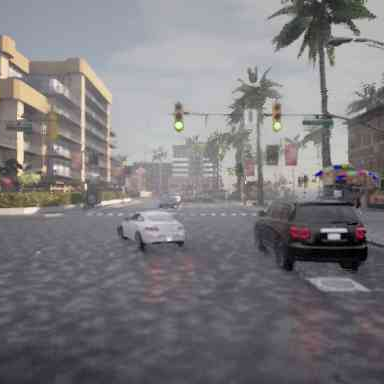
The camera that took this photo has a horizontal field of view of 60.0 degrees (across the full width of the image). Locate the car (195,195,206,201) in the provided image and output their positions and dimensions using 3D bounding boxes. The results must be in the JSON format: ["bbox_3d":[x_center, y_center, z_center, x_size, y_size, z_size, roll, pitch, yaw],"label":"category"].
[{"bbox_3d":[2.095,1.513,84.346,1.837,1.490,4.892,0,0,-12],"label":"car"}]

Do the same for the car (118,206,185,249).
[{"bbox_3d":[-1.844,1.528,14.538,1.812,1.442,4.674,1,0,-25],"label":"car"}]

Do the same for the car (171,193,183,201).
[{"bbox_3d":[-3.516,1.232,67.446,2.150,2.045,5.566,0,0,0],"label":"car"}]

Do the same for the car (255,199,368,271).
[{"bbox_3d":[3.599,1.223,11.104,2.150,2.045,5.566,0,0,0],"label":"car"}]

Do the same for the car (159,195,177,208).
[{"bbox_3d":[-3.510,1.571,46.899,1.994,1.385,4.181,0,0,0],"label":"car"}]

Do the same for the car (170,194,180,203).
[{"bbox_3d":[-3.512,1.556,57.077,2.033,1.411,5.357,0,0,0],"label":"car"}]

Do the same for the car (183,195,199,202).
[{"bbox_3d":[-0.164,1.537,74.432,2.128,1.511,4.902,0,0,-4],"label":"car"}]

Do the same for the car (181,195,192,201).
[{"bbox_3d":[-1.495,1.566,84.597,1.994,1.385,4.181,0,0,-12],"label":"car"}]

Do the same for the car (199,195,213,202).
[{"bbox_3d":[3.342,1.367,74.289,2.097,1.767,4.553,0,0,-4],"label":"car"}]
